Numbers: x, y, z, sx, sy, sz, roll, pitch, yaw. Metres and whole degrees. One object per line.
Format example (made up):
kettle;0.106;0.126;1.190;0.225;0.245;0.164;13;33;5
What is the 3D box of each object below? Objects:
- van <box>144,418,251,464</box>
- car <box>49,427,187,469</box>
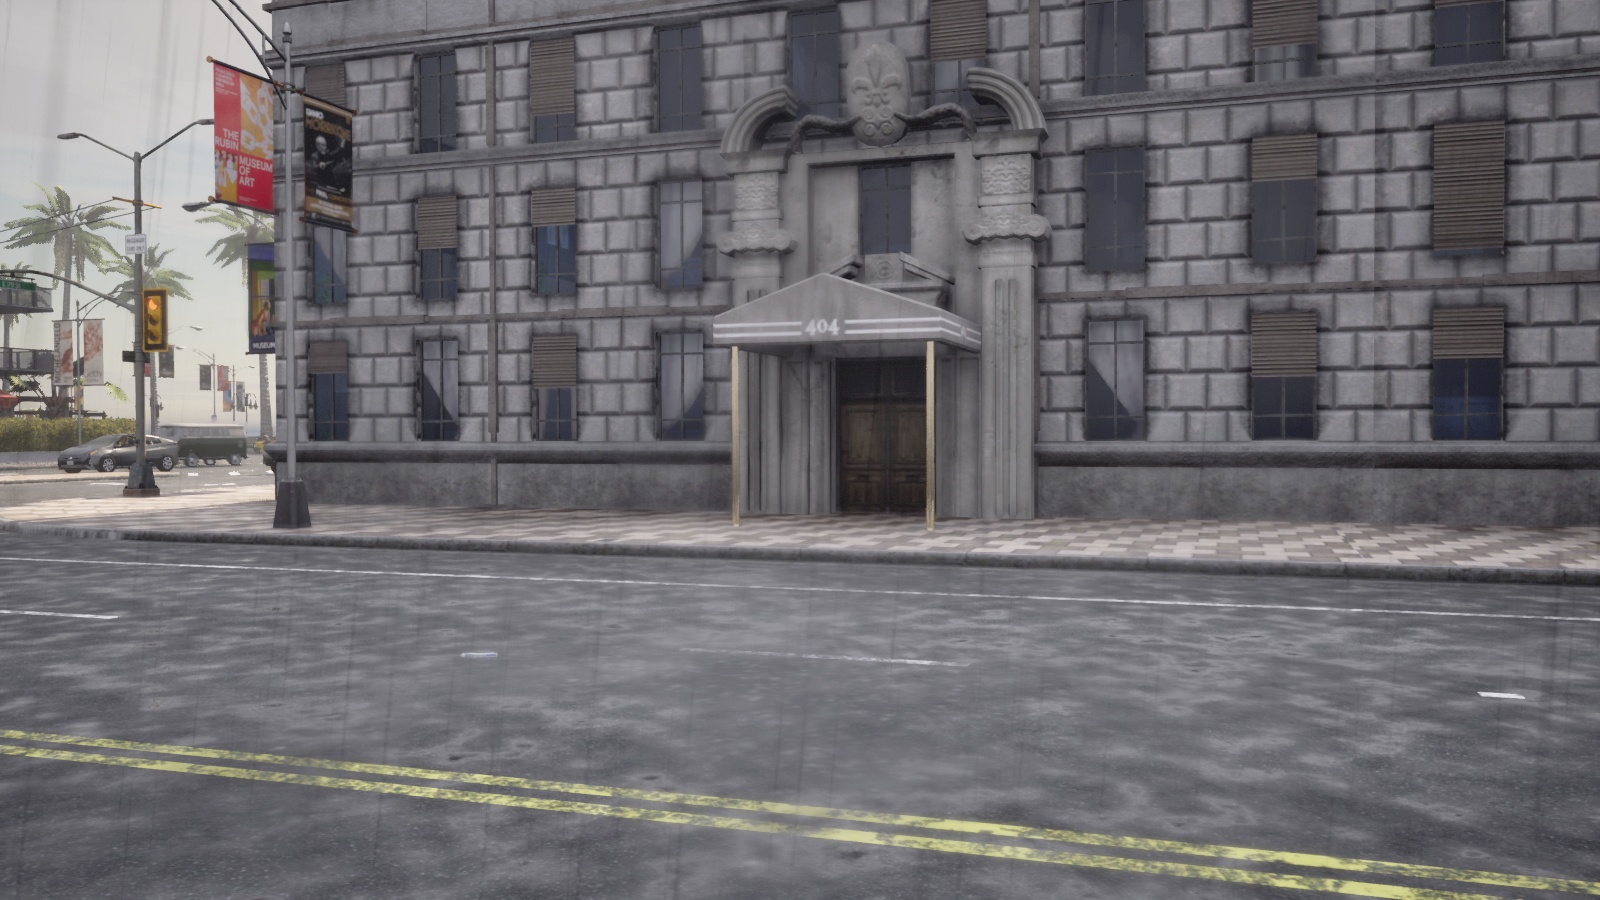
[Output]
van;-27.149;-0.431;56.732;1.775;1.987;4.442;1;1;19
car;-26.233;-0.102;48.491;2.007;1.525;4.514;1;1;19
